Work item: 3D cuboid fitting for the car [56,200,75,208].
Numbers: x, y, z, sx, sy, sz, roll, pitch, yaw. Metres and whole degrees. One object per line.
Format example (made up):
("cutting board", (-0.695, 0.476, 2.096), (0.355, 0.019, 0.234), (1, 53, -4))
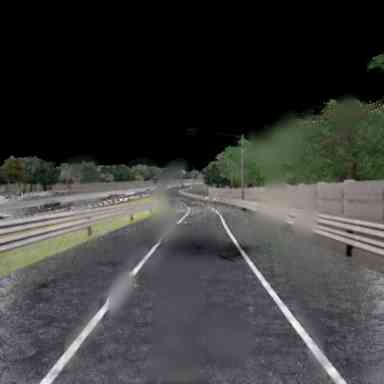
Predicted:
("car", (-28.467, 2.750, 76.044), (1.994, 1.385, 4.181), (0, 3, 10))

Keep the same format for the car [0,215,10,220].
("car", (-29.632, 4.045, 49.625), (2.033, 1.411, 5.357), (0, 3, 10))

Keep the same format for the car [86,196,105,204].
("car", (-23.977, 2.274, 81.270), (2.097, 1.767, 4.553), (0, 3, 10))

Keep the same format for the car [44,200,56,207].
("car", (-31.918, 2.531, 76.619), (2.097, 1.767, 4.553), (0, 3, 10))
